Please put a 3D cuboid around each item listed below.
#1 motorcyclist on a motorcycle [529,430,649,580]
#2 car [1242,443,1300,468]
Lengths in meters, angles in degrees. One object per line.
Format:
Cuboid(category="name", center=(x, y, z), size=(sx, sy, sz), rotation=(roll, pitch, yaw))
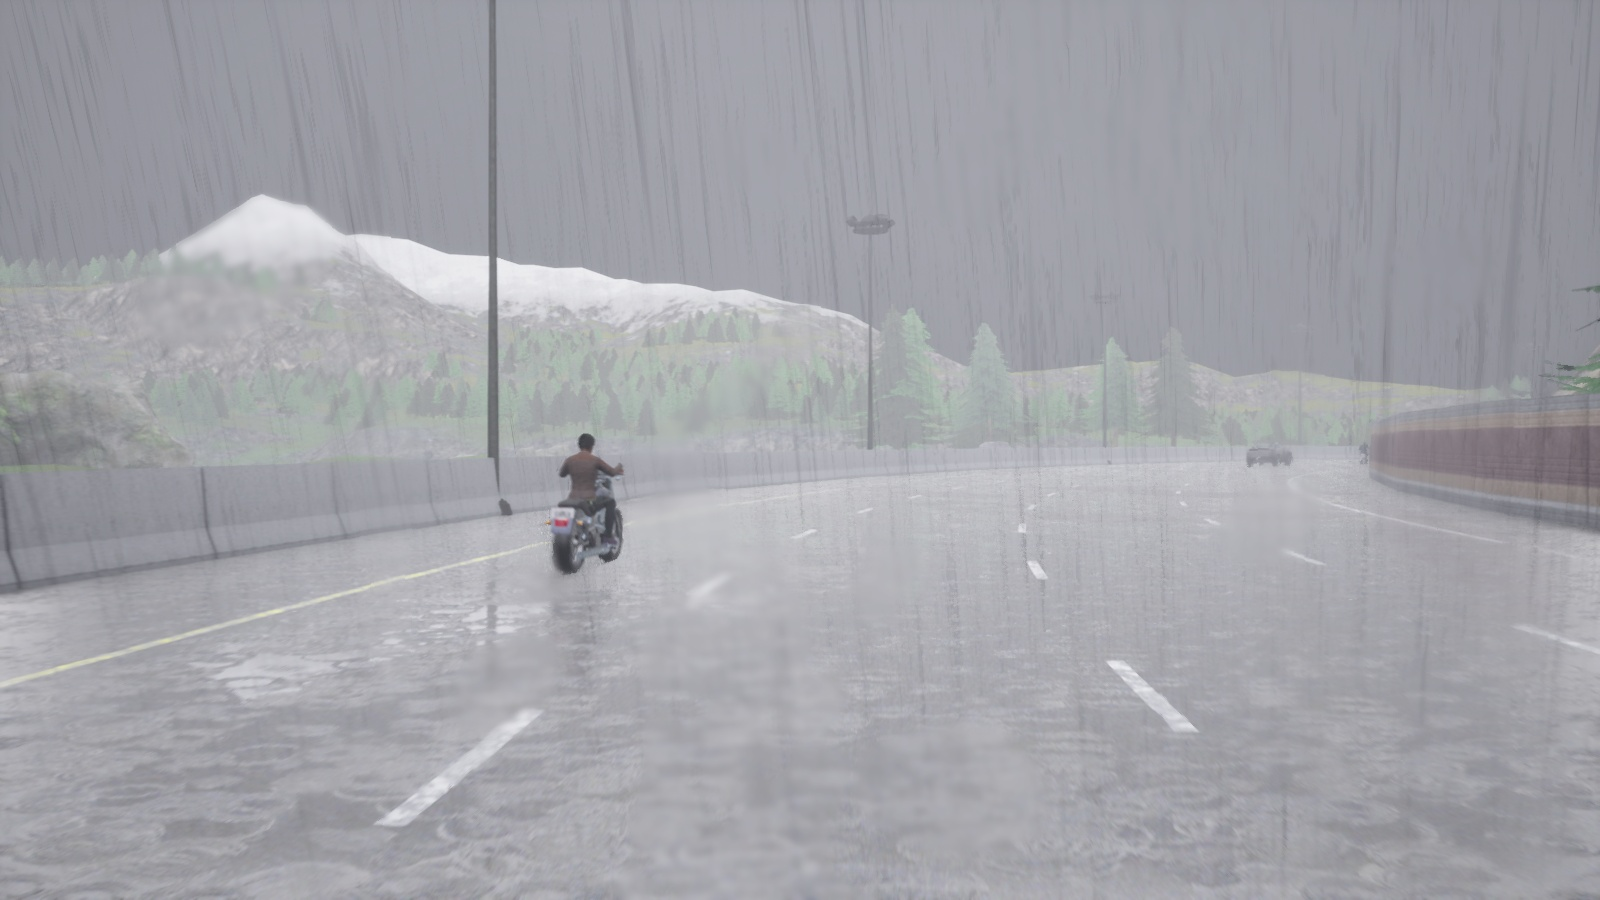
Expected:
Cuboid(category="motorcyclist on a motorcycle", center=(-2.483, 0.609, 15.119), size=(0.766, 1.649, 2.350), rotation=(1, 0, 7))
Cuboid(category="car", center=(28.550, 0.305, 76.073), size=(2.128, 1.511, 4.902), rotation=(0, 0, 35))
